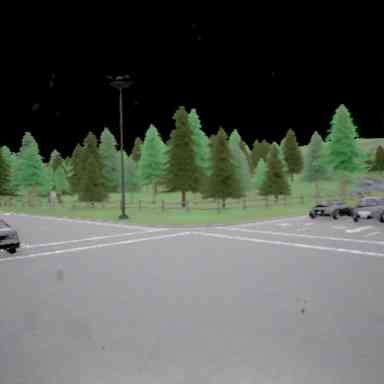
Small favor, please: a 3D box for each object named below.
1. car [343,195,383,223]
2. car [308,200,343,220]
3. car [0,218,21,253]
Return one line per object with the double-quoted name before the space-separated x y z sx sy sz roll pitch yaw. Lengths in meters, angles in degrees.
"car" 12.199 1.151 21.905 4.902 1.511 2.128 -2 0 -43
"car" 10.511 1.268 25.110 4.181 1.385 1.994 -2 0 -43
"car" -8.761 1.782 13.924 2.033 1.411 5.357 -2 0 -42
